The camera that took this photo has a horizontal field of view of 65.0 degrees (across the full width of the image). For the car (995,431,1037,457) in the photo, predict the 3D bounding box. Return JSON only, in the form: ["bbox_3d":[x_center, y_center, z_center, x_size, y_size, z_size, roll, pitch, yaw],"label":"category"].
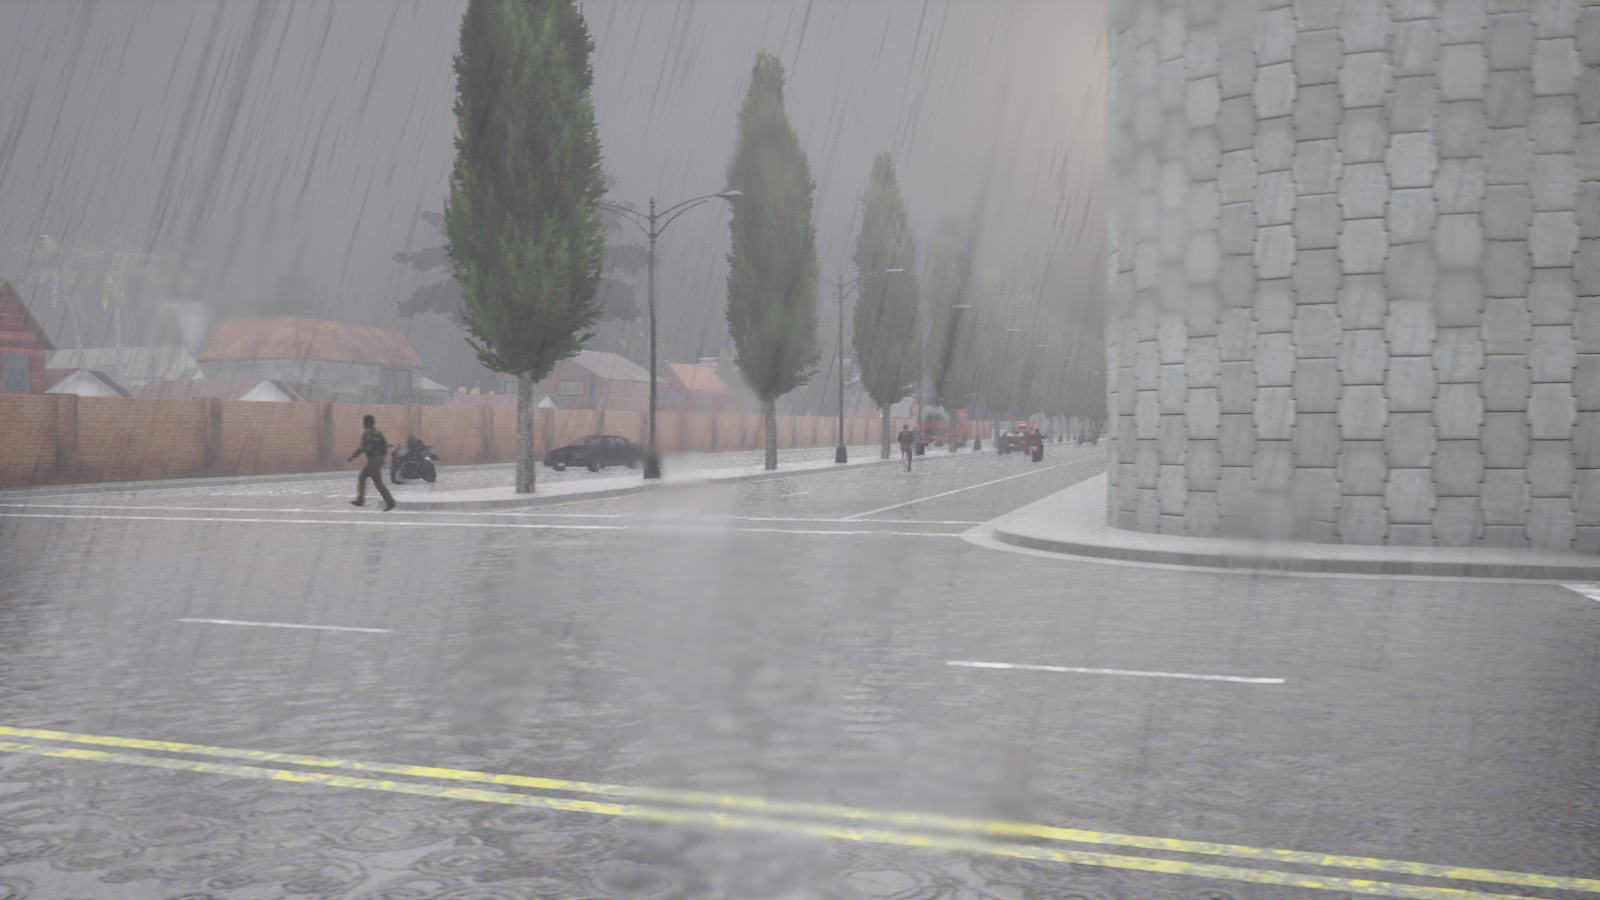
[{"bbox_3d":[13.469,-0.396,78.132,1.882,1.535,5.008,1,1,18],"label":"car"}]

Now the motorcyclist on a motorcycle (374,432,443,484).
[{"bbox_3d":[-11.766,0.211,37.838,0.866,1.530,2.191,1,1,18],"label":"motorcyclist on a motorcycle"}]

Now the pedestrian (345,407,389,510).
[{"bbox_3d":[-8.171,0.161,23.707,0.692,1.930,0.395,0,1,7],"label":"pedestrian"}]

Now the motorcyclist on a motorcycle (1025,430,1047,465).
[{"bbox_3d":[11.353,-0.147,60.352,0.766,1.649,2.350,1,1,18],"label":"motorcyclist on a motorcycle"}]

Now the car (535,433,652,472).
[{"bbox_3d":[-8.005,0.055,49.240,2.033,1.411,5.357,1,1,22],"label":"car"}]
